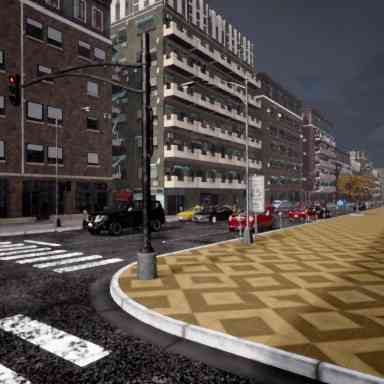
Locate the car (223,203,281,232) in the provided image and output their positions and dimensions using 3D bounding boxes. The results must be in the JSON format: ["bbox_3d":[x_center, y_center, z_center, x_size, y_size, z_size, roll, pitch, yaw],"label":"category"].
[{"bbox_3d":[4.085,1.751,22.225,1.967,1.590,4.097,-2,-2,35],"label":"car"}]

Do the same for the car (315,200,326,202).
[{"bbox_3d":[26.332,2.501,68.691,2.192,1.841,5.009,-2,-2,35],"label":"car"}]

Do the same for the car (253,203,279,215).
[{"bbox_3d":[10.183,2.289,45.510,1.887,1.381,4.507,-2,-2,35],"label":"car"}]

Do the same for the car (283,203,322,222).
[{"bbox_3d":[10.546,2.032,31.492,1.887,1.381,4.507,-2,-2,35],"label":"car"}]

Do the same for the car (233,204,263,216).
[{"bbox_3d":[6.954,2.222,40.875,1.947,1.339,4.313,-2,-2,35],"label":"car"}]

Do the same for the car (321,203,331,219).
[{"bbox_3d":[13.777,2.141,36.126,1.947,1.339,4.313,-2,-2,35],"label":"car"}]

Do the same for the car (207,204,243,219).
[{"bbox_3d":[3.626,2.090,36.101,1.752,1.417,4.829,-2,-2,35],"label":"car"}]

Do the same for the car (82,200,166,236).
[{"bbox_3d":[-3.999,1.496,20.657,2.150,2.045,5.566,-1,-1,37],"label":"car"}]

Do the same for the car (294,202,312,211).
[{"bbox_3d":[19.874,2.554,59.415,1.887,1.381,4.507,-2,-2,35],"label":"car"}]

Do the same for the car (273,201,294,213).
[{"bbox_3d":[12.881,2.281,44.793,2.033,1.411,5.357,-1,-1,35],"label":"car"}]

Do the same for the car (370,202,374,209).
[{"bbox_3d":[36.388,2.745,68.569,2.008,1.369,4.403,-2,-2,35],"label":"car"}]

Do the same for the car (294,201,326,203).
[{"bbox_3d":[15.150,2.242,42.546,2.033,1.411,5.357,-1,-1,35],"label":"car"}]

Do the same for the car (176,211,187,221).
[{"bbox_3d":[0.396,2.002,31.467,1.752,1.417,4.829,-2,-2,35],"label":"car"}]

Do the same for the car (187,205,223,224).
[{"bbox_3d":[1.950,1.941,29.202,1.837,1.490,4.892,-1,-1,35],"label":"car"}]

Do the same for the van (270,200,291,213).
[{"bbox_3d":[13.411,2.174,50.151,1.690,1.788,3.998,-2,-2,35],"label":"van"}]

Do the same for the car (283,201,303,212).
[{"bbox_3d":[16.643,2.361,54.783,1.967,1.590,4.097,-2,-2,35],"label":"car"}]

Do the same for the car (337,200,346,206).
[{"bbox_3d":[39.156,2.883,87.168,1.690,1.788,3.998,-2,-2,35],"label":"car"}]

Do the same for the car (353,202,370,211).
[{"bbox_3d":[29.927,2.583,59.300,1.947,1.339,4.313,-2,-2,35],"label":"car"}]
